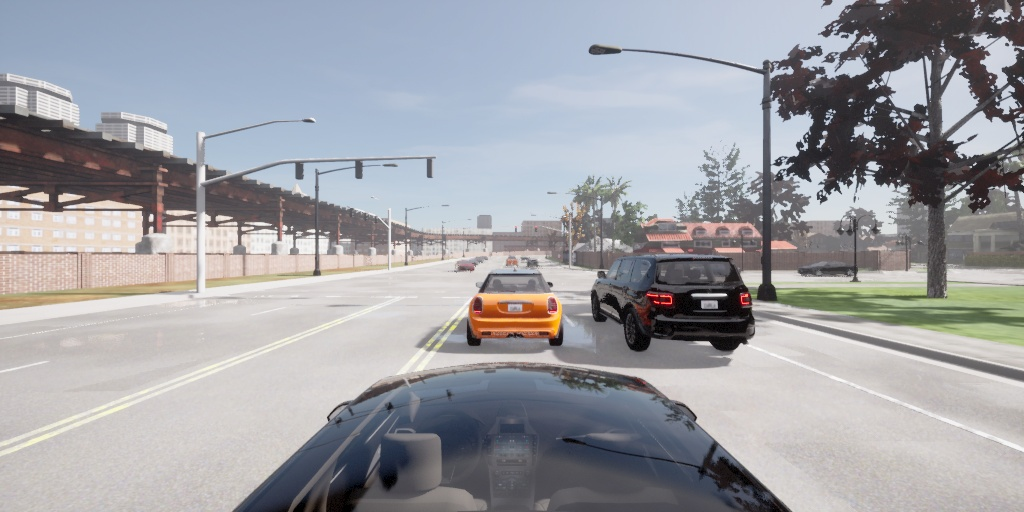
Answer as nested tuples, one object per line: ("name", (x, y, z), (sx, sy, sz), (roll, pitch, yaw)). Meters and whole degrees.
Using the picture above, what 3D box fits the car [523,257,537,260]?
("car", (3.533, 1.045, 62.793), (2.128, 1.511, 4.902), (0, 1, 0))

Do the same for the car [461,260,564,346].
("car", (0.071, 1.102, 9.603), (2.097, 1.767, 4.553), (0, 0, 0))

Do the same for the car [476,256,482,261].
("car", (-7.128, 1.085, 64.200), (2.033, 1.411, 5.357), (0, 1, 0))

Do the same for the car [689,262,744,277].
("car", (19.856, 1.315, 34.967), (4.181, 1.385, 1.994), (0, 0, -2))

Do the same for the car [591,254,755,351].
("car", (3.572, 0.971, 9.146), (2.150, 2.045, 5.566), (0, 0, 0))

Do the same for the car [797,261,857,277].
("car", (30.925, 1.228, 35.261), (5.008, 1.535, 1.882), (0, 0, -2))

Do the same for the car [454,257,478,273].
("car", (-5.858, 1.197, 43.337), (1.882, 1.535, 5.008), (-1, 0, -17))
